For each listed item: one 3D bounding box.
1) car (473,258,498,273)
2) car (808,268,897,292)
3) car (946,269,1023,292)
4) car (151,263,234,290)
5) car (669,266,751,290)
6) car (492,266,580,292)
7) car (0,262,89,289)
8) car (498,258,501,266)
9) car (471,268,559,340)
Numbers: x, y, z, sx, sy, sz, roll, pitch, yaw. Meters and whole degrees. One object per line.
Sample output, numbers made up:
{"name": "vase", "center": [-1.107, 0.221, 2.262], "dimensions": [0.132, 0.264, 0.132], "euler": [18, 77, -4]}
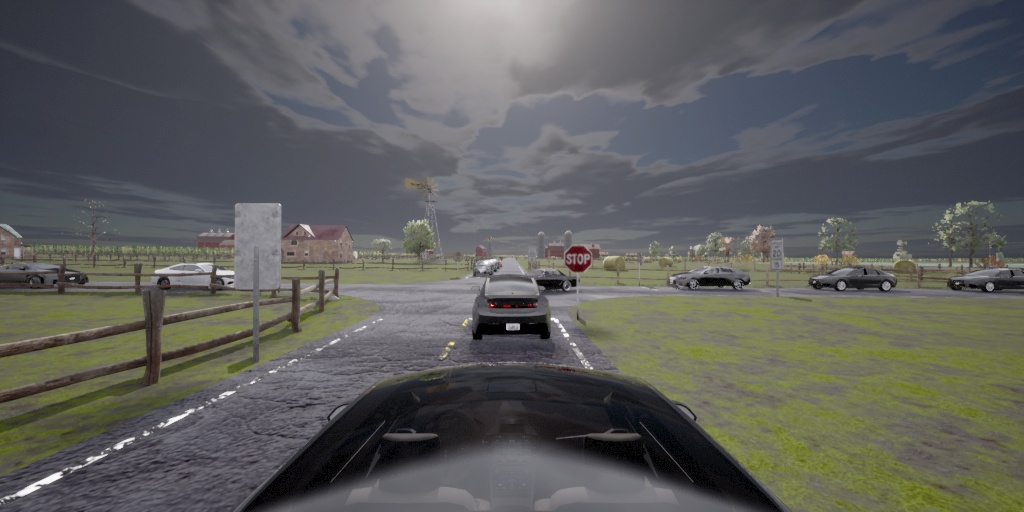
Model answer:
{"name": "car", "center": [-2.873, 1.243, 36.704], "dimensions": [2.128, 1.511, 4.902], "euler": [0, 0, 0]}
{"name": "car", "center": [22.192, 1.499, 23.473], "dimensions": [4.892, 1.490, 1.837], "euler": [1, -1, -1]}
{"name": "car", "center": [31.694, 1.587, 23.597], "dimensions": [4.892, 1.490, 1.837], "euler": [1, -1, -1]}
{"name": "car", "center": [-17.250, 1.104, 19.968], "dimensions": [4.674, 1.442, 1.812], "euler": [1, -1, -1]}
{"name": "car", "center": [12.790, 1.397, 23.298], "dimensions": [4.902, 1.511, 2.128], "euler": [1, -1, -2]}
{"name": "car", "center": [1.493, 1.369, 20.065], "dimensions": [4.718, 1.301, 1.895], "euler": [1, 0, -35]}
{"name": "car", "center": [-26.370, 1.048, 19.843], "dimensions": [4.181, 1.385, 1.994], "euler": [1, -1, -1]}
{"name": "car", "center": [-2.869, 1.241, 46.150], "dimensions": [2.128, 1.511, 4.902], "euler": [0, 0, 0]}
{"name": "car", "center": [-0.077, 1.256, 10.018], "dimensions": [1.837, 1.490, 4.892], "euler": [0, 0, -2]}
